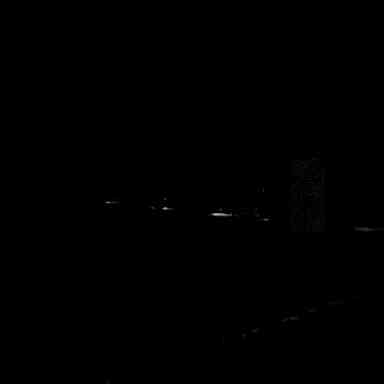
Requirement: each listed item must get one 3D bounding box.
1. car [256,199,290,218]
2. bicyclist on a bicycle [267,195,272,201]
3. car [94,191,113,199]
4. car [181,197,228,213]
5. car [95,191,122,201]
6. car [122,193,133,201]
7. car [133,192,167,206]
[{"bbox_3d":[6.720,1.249,23.544,2.128,1.511,4.902,1,1,-35],"label":"car"},{"bbox_3d":[7.656,1.142,32.631,1.656,1.620,0.582,0,1,-35],"label":"bicyclist on a bicycle"},{"bbox_3d":[-16.592,0.620,62.101,1.994,1.385,4.181,1,1,-35],"label":"car"},{"bbox_3d":[1.033,1.143,31.677,2.033,1.411,5.357,1,1,-35],"label":"car"},{"bbox_3d":[-13.188,0.699,52.208,1.837,1.490,4.892,1,0,-35],"label":"car"},{"bbox_3d":[-10.923,0.816,53.961,1.895,1.301,4.718,1,1,-35],"label":"car"},{"bbox_3d":[-4.889,0.778,40.179,2.097,1.767,4.553,1,1,-35],"label":"car"}]
